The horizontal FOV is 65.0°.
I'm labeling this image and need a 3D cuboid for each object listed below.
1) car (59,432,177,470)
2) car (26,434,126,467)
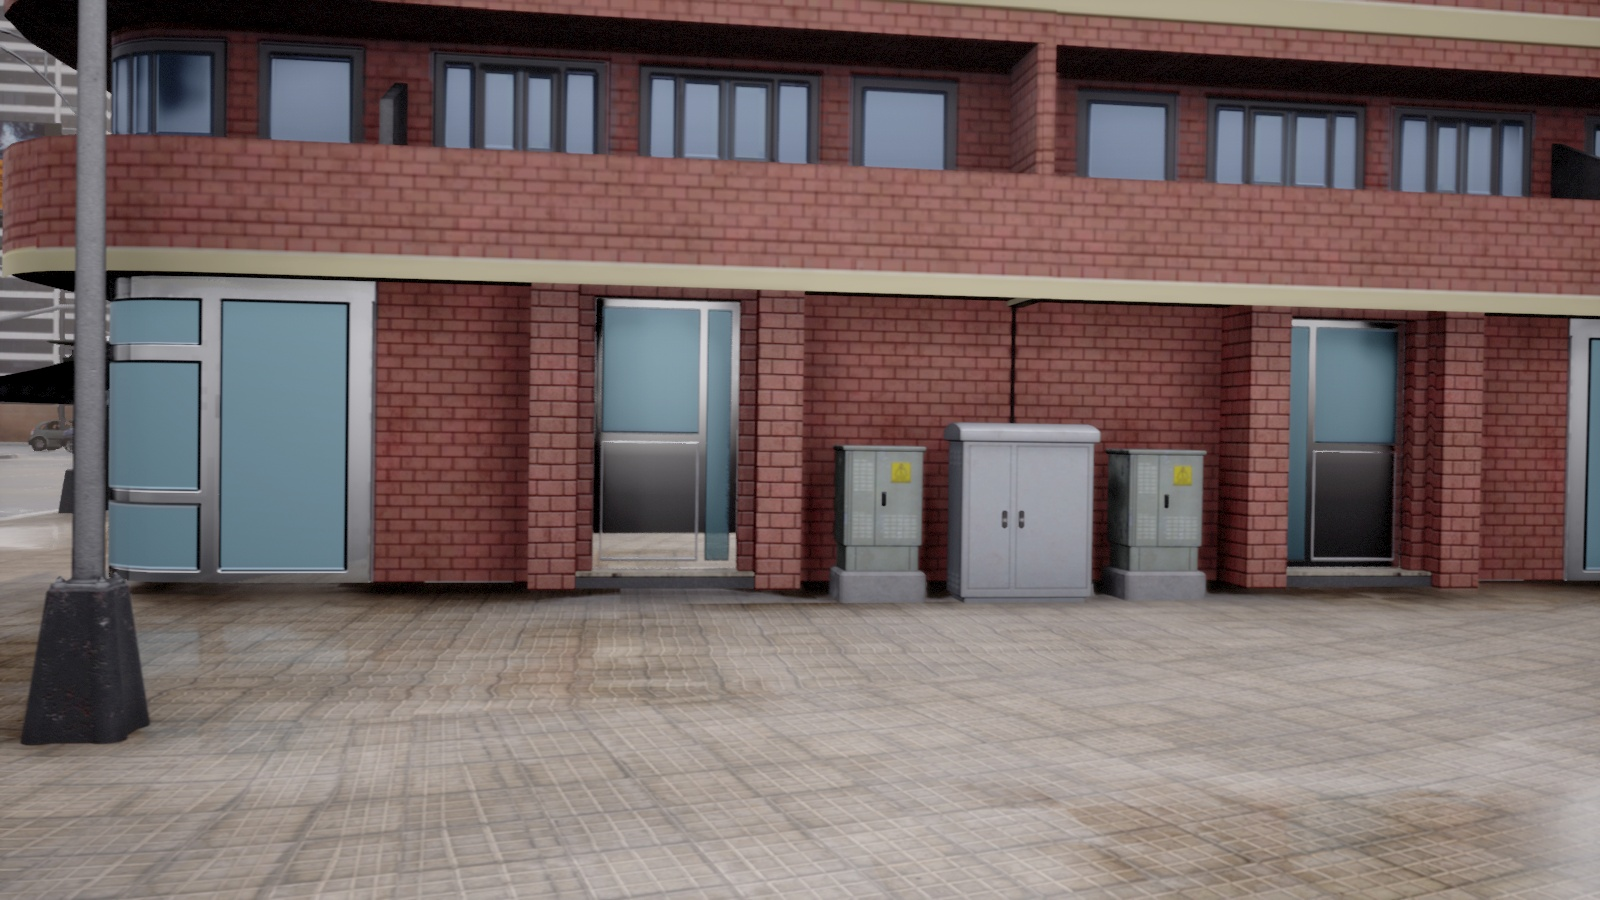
[{"bbox_3d":[-32.960,0.011,60.801,4.553,1.767,2.097,0,1,-8],"label":"car"},{"bbox_3d":[-36.738,0.029,63.829,3.988,1.617,1.851,0,1,-8],"label":"car"}]
